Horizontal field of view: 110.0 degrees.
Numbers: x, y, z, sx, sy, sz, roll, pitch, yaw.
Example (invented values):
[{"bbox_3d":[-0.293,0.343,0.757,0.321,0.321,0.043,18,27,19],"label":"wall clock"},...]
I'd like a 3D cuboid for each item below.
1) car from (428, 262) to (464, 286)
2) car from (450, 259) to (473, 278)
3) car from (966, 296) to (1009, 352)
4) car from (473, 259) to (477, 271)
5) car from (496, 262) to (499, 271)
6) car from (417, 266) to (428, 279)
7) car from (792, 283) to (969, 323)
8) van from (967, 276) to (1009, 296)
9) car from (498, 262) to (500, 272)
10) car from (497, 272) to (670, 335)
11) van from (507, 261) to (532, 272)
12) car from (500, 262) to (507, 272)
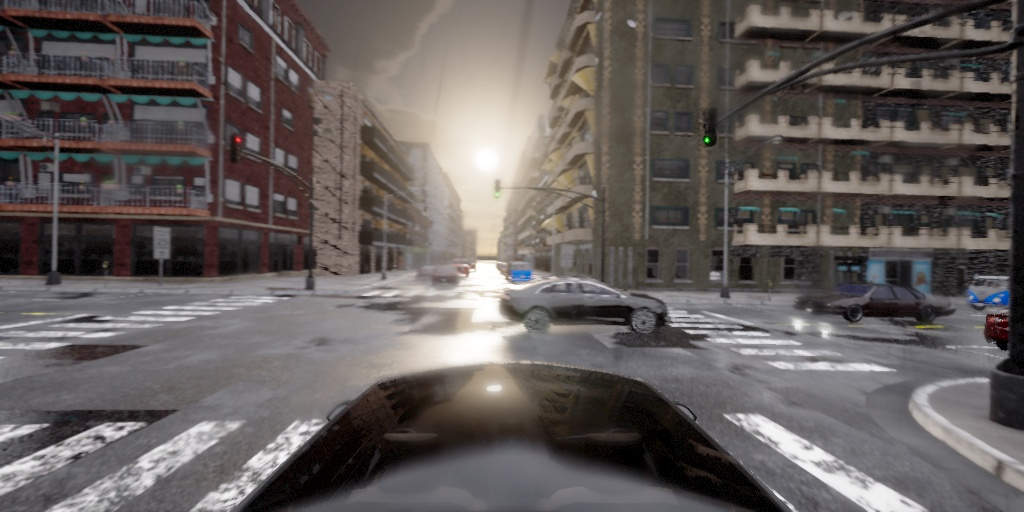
[{"bbox_3d":[-4.991,1.441,27.645,1.882,1.535,5.008,1,-1,-5],"label":"car"},{"bbox_3d":[-5.887,1.332,40.863,2.150,2.045,5.566,1,-1,-5],"label":"car"},{"bbox_3d":[14.143,1.799,8.560,4.507,1.381,1.888,0,0,-4],"label":"car"},{"bbox_3d":[-7.229,1.575,62.029,2.150,2.045,5.566,1,-1,-4],"label":"car"},{"bbox_3d":[-0.892,1.781,52.475,1.967,1.591,4.097,0,0,-4],"label":"car"},{"bbox_3d":[-8.274,1.586,35.426,1.802,1.307,4.207,0,0,-4],"label":"car"},{"bbox_3d":[14.421,1.825,14.390,5.357,1.411,2.033,2,0,-4],"label":"car"},{"bbox_3d":[24.933,1.914,17.660,3.998,1.789,1.690,0,0,-4],"label":"van"},{"bbox_3d":[-0.528,1.799,47.135,1.751,1.417,4.829,0,0,-4],"label":"car"},{"bbox_3d":[2.026,1.375,10.469,4.902,1.511,2.128,1,0,-4],"label":"car"},{"bbox_3d":[0.736,1.429,30.479,1.690,1.789,3.998,0,0,-4],"label":"van"},{"bbox_3d":[0.275,1.462,35.956,2.192,1.841,5.009,0,0,-4],"label":"car"}]
